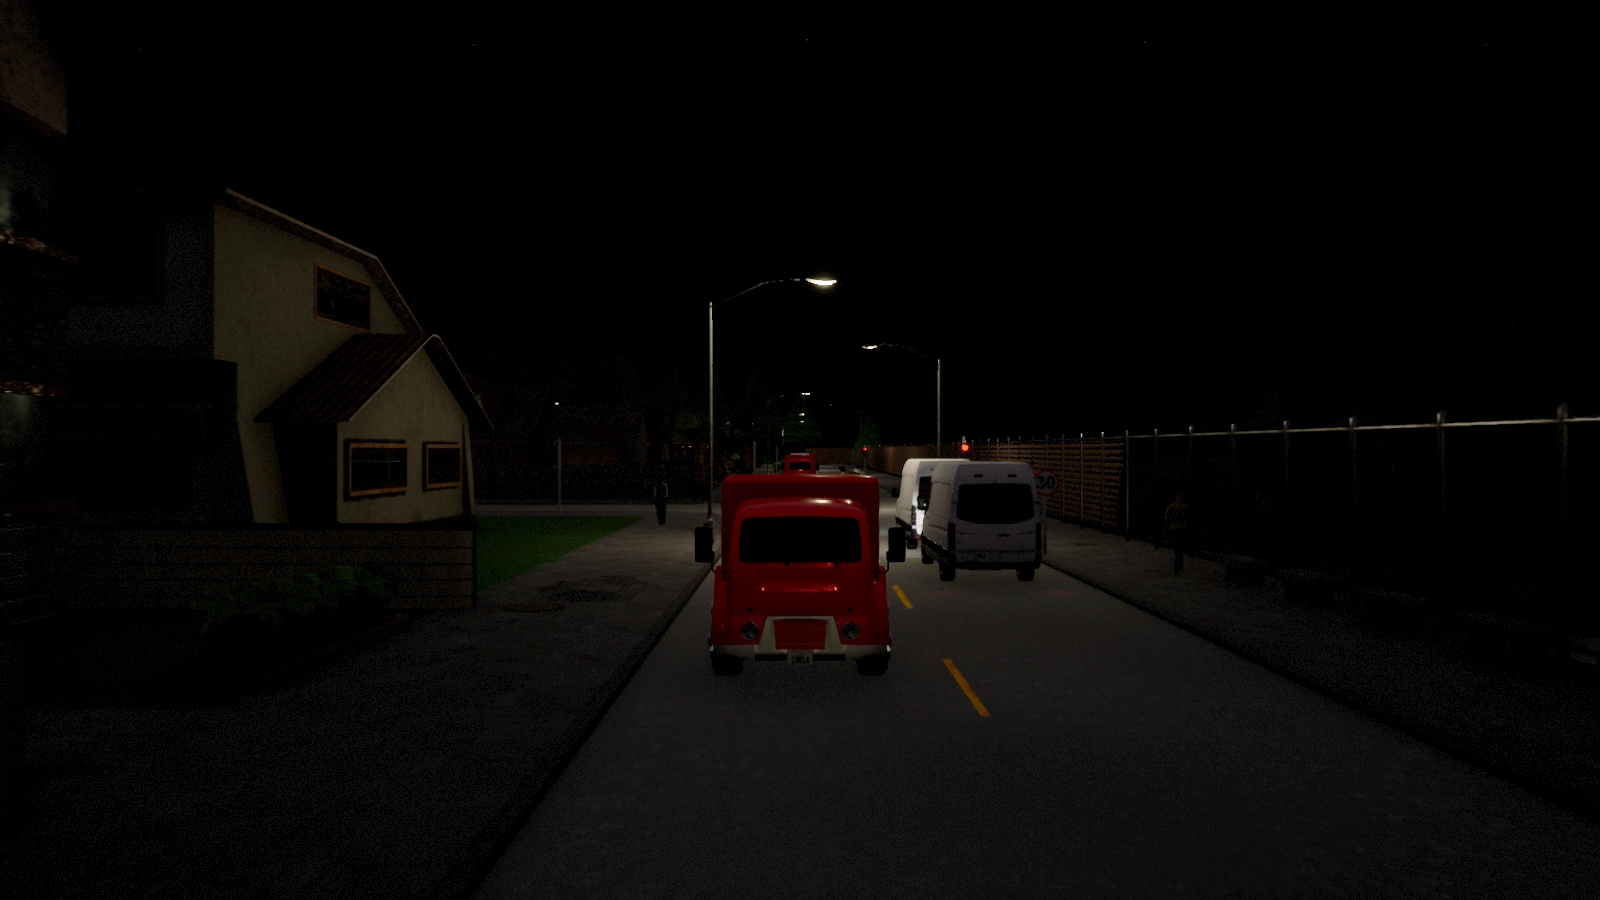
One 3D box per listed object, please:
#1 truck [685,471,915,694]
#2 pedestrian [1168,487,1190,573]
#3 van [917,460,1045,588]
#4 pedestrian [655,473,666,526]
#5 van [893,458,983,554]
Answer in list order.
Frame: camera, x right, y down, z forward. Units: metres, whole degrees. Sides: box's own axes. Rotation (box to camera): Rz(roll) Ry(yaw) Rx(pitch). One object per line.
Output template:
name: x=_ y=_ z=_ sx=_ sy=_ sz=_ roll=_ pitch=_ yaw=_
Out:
truck: x=0.002 y=1.570 z=15.703 sx=2.627 sy=2.467 sz=5.204 roll=0 pitch=0 yaw=0
pedestrian: x=8.306 y=1.746 z=25.037 sx=0.375 sy=1.860 sz=0.375 roll=0 pitch=0 yaw=29
van: x=3.996 y=1.534 z=26.276 sx=1.988 sy=2.561 sz=5.915 roll=0 pitch=0 yaw=0
pedestrian: x=-4.924 y=1.737 z=40.431 sx=0.375 sy=1.860 sz=0.375 roll=0 pitch=0 yaw=-4
van: x=3.995 y=1.535 z=34.033 sx=1.988 sy=2.561 sz=5.915 roll=0 pitch=0 yaw=0
